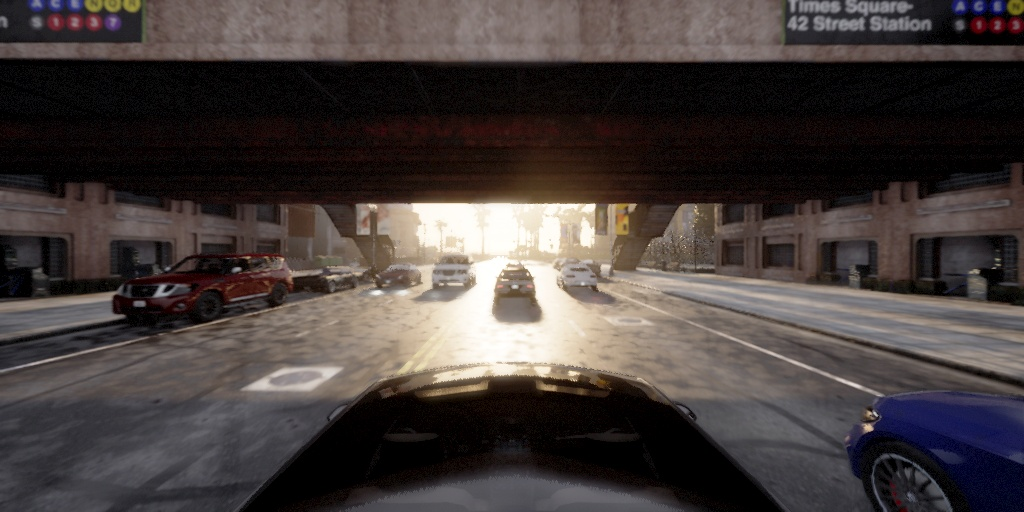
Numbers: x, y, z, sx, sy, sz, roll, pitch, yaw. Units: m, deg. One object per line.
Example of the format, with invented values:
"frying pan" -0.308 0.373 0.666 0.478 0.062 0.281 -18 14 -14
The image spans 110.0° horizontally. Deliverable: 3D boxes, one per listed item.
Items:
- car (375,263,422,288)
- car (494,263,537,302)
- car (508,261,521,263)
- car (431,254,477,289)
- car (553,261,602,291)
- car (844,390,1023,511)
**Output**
"car" -6.997 1.179 22.632 1.812 1.442 4.674 0 0 1
"car" 0.151 1.231 16.448 2.033 1.411 5.357 0 0 1
"car" 0.267 1.166 34.640 1.994 1.385 4.181 0 0 0
"car" -3.495 0.877 22.594 2.150 2.045 5.566 0 0 1
"car" 3.711 1.191 20.906 1.812 1.442 4.674 0 0 1
"car" 3.598 1.281 0.900 1.812 1.442 4.674 0 0 0
